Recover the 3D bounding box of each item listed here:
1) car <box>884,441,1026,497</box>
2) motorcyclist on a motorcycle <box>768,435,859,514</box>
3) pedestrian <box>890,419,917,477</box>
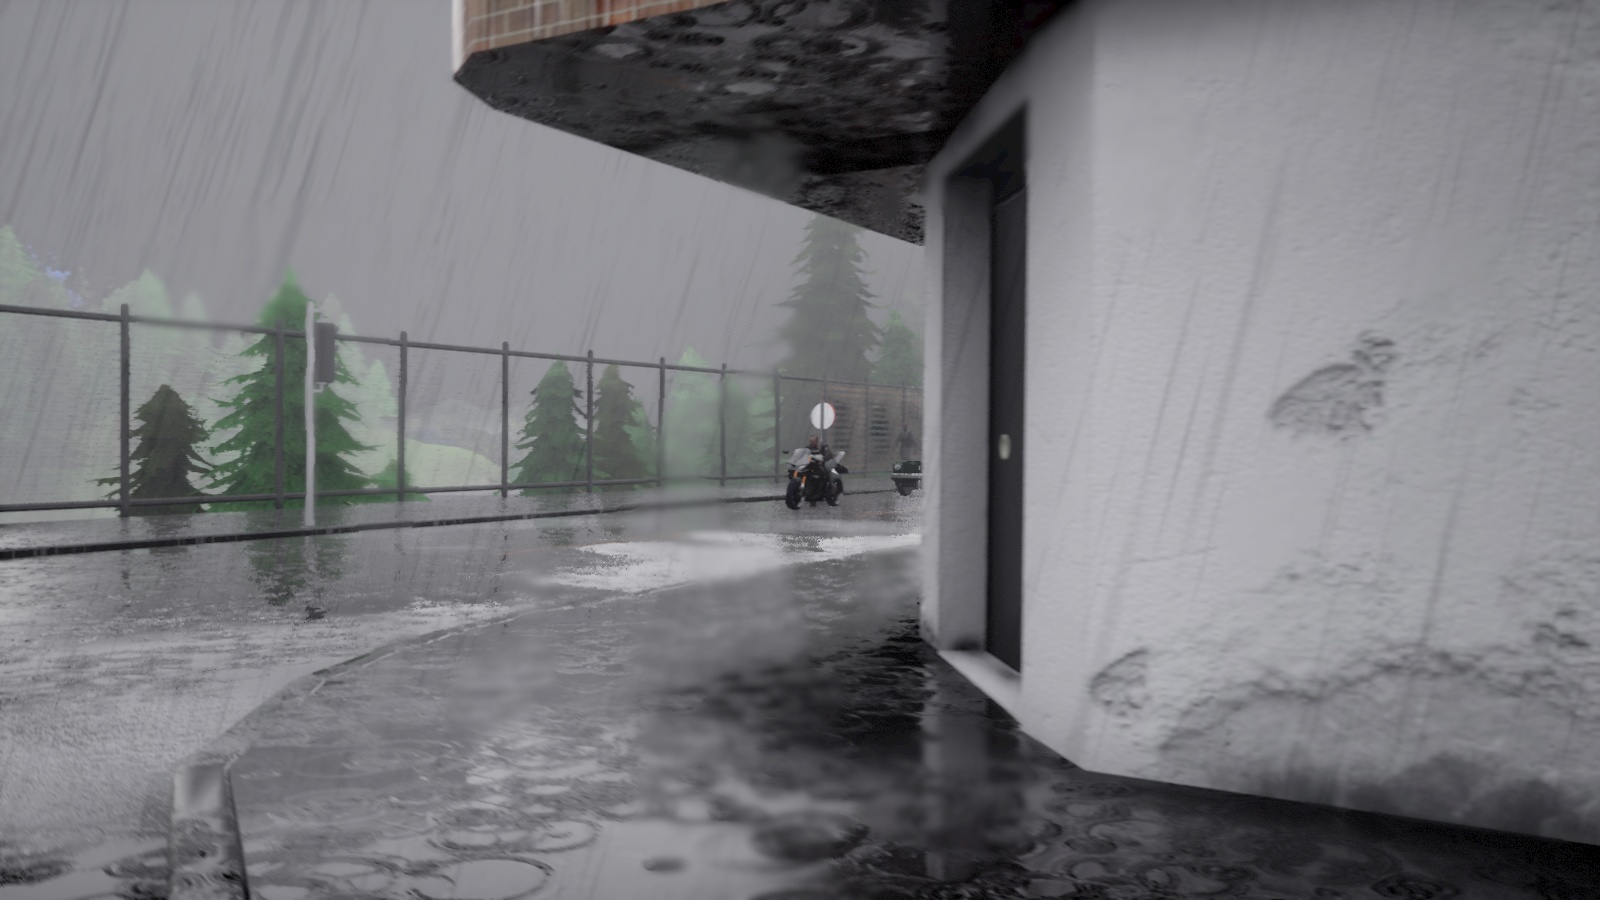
[{"bbox_3d":[4.062,0.430,32.143,1.895,1.301,4.718,0,1,30],"label":"car"},{"bbox_3d":[0.297,0.469,25.649,0.866,1.530,2.191,0,1,31],"label":"motorcyclist on a motorcycle"},{"bbox_3d":[3.428,-0.063,41.426,0.563,1.883,0.849,0,1,30],"label":"pedestrian"}]
